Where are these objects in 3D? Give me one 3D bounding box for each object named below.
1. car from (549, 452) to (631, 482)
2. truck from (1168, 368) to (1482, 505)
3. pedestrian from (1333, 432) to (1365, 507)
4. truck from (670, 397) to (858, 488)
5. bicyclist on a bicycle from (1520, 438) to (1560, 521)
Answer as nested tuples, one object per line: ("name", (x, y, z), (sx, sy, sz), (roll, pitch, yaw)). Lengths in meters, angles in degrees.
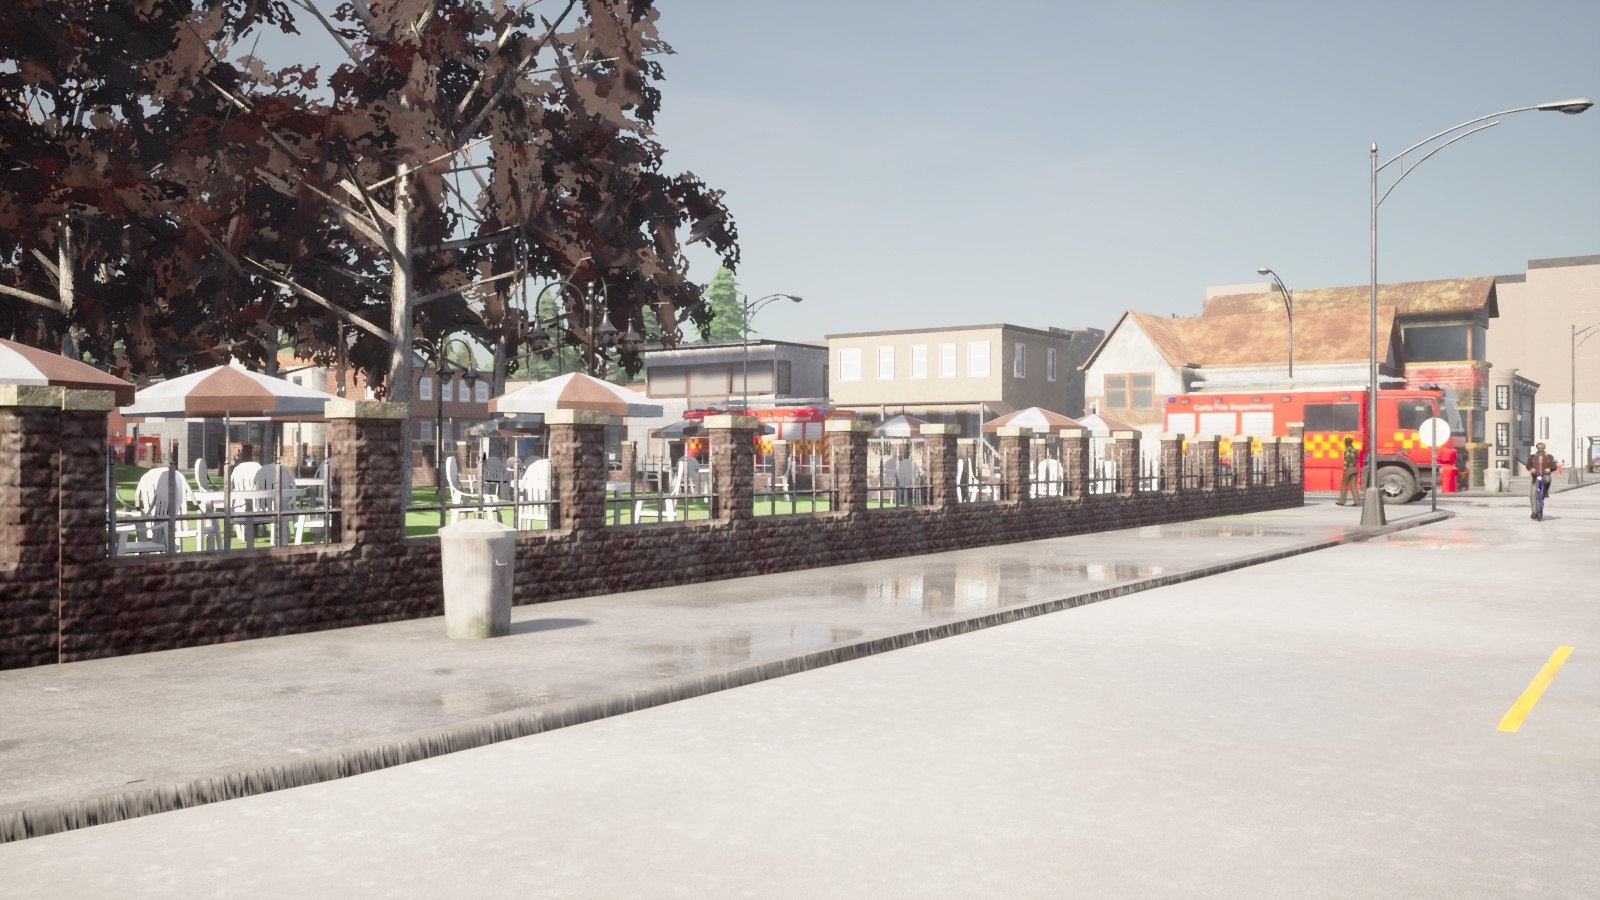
("car", (-10.578, 0.843, 63.054), (3.806, 1.475, 1.970), (0, 0, 37))
("truck", (16.011, -0.374, 38.672), (8.468, 3.827, 2.891), (0, 0, 36))
("pedestrian", (14.309, 0.491, 32.731), (0.395, 1.930, 0.692), (0, 0, -21))
("truck", (-1.704, -0.313, 56.564), (8.468, 3.827, 2.891), (0, 0, 36))
("bicyclist on a bicycle", (16.416, 0.640, 27.837), (0.659, 1.776, 1.843), (0, 0, 34))
